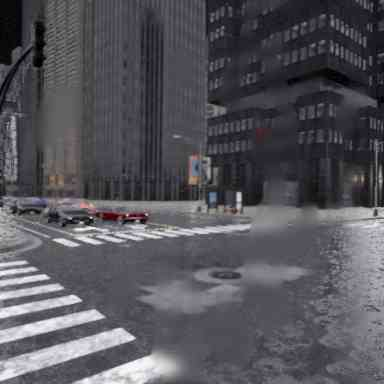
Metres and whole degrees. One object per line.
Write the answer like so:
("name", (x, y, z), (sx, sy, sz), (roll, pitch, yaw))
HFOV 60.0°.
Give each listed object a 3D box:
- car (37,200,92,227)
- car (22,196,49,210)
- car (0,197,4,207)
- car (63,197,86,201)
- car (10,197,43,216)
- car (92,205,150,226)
("car", (-8.408, 1.479, 22.375), (2.033, 1.411, 5.357), (0, 0, -39))
("car", (-19.410, 1.344, 41.153), (1.882, 1.535, 5.008), (0, 0, -39))
("car", (-27.407, 1.173, 45.944), (2.097, 1.767, 4.553), (0, 0, -38))
("car", (-10.509, 1.273, 30.141), (2.097, 1.767, 4.553), (0, 0, -39))
("car", (-15.888, 1.428, 31.615), (2.033, 1.411, 5.357), (0, 0, -39))
("car", (-4.897, 1.560, 23.218), (1.895, 1.301, 4.718), (0, 0, -39))
